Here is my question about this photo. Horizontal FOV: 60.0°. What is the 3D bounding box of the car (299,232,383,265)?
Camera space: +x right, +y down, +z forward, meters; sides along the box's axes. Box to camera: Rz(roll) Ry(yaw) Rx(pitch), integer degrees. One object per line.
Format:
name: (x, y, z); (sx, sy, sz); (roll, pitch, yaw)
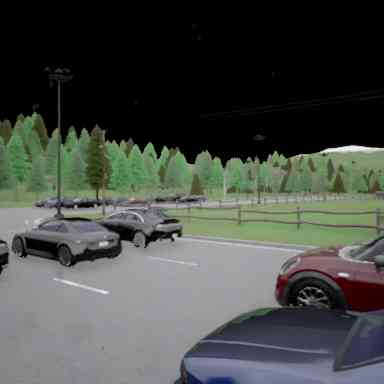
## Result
car: (3.767, 1.351, 5.583); (4.553, 1.767, 2.097); (0, 0, 36)

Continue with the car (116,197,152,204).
car: (-8.734, 1.508, 50.735); (1.812, 1.442, 4.674); (0, 0, 37)

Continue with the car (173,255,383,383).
car: (2.416, 1.548, 2.249); (5.357, 1.411, 2.033); (0, 0, 36)

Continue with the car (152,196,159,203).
car: (-7.027, 1.485, 64.766); (1.837, 1.490, 4.892); (0, 0, 37)

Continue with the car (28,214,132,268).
car: (-4.337, 1.560, 11.403); (4.181, 1.385, 1.994); (0, 0, 36)

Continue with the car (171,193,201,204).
car: (-1.016, 1.460, 61.156); (1.882, 1.535, 5.008); (0, 0, 37)

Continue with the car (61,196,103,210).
car: (-14.270, 1.460, 43.213); (1.882, 1.535, 5.008); (0, 0, 36)

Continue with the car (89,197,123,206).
car: (-14.136, 1.527, 55.214); (2.033, 1.411, 5.357); (0, 0, 37)

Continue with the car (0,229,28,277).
car: (-6.734, 1.488, 8.820); (4.902, 1.511, 2.128); (0, 0, 36)

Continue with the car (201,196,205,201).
car: (1.302, 1.491, 75.944); (1.812, 1.442, 4.674); (0, 0, 36)

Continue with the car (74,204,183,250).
car: (-2.632, 1.488, 14.492); (4.902, 1.511, 2.128); (0, 0, 36)

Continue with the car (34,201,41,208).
car: (-19.904, 1.484, 47.362); (1.837, 1.490, 4.892); (0, 0, 36)

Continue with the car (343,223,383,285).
car: (6.387, 1.601, 8.012); (4.718, 1.301, 1.895); (0, 0, 36)

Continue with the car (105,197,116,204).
car: (-11.654, 1.528, 52.686); (2.033, 1.411, 5.357); (0, 0, 36)

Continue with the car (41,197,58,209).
car: (-17.318, 1.333, 44.959); (2.097, 1.767, 4.553); (0, 0, 36)

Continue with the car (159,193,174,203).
car: (-3.197, 1.205, 64.062); (2.150, 2.045, 5.566); (0, 0, 37)
